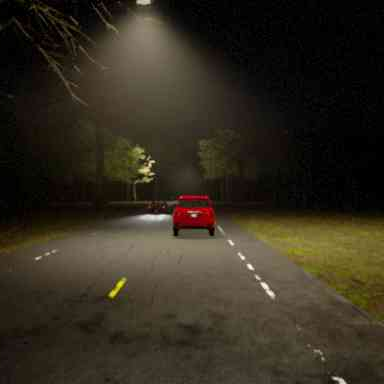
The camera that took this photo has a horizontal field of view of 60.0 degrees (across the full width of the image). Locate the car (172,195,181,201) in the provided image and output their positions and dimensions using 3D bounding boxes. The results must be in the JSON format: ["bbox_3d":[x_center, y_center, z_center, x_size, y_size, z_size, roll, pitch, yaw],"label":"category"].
[{"bbox_3d":[-3.510,1.348,76.691,1.837,1.490,4.892,0,-1,0],"label":"car"}]

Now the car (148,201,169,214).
[{"bbox_3d":[-3.600,1.631,36.188,1.895,1.301,4.718,0,0,0],"label":"car"}]

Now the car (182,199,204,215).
[{"bbox_3d":[0.096,1.522,35.929,2.128,1.511,4.902,0,0,0],"label":"car"}]

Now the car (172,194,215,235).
[{"bbox_3d":[0.098,1.239,18.917,2.150,2.045,5.566,0,0,0],"label":"car"}]
